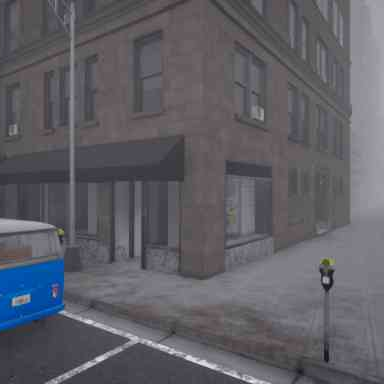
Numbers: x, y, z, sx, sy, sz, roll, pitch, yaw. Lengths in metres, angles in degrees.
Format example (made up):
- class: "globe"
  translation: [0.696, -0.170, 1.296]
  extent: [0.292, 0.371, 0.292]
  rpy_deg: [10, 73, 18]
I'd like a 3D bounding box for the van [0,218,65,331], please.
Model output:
- class: "van"
  translation: [-3.995, 1.340, 5.926]
  extent: [3.998, 1.788, 1.690]
  rpy_deg: [0, 0, 35]
